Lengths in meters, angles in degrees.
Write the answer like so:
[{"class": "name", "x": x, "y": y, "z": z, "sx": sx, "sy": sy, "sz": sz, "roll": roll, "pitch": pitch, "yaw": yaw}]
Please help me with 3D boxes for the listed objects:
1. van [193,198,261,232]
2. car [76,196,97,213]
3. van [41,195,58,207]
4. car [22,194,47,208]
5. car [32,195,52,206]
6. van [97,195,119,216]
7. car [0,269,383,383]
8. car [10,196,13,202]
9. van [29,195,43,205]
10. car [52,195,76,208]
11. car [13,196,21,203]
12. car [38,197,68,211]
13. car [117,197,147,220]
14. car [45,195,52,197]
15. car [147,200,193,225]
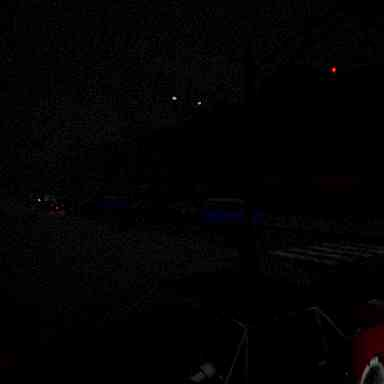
[{"class": "van", "x": 2.076, "y": 1.266, "z": 19.155, "sx": 1.690, "sy": 1.788, "sz": 3.998, "roll": -1, "pitch": 0, "yaw": -36}, {"class": "car", "x": -10.718, "y": 1.306, "z": 36.929, "sx": 2.192, "sy": 1.841, "sz": 5.009, "roll": -1, "pitch": 0, "yaw": -36}, {"class": "van", "x": -23.512, "y": 1.405, "z": 54.708, "sx": 1.690, "sy": 1.788, "sz": 3.998, "roll": -1, "pitch": 0, "yaw": -36}, {"class": "car", "x": -23.715, "y": 1.295, "z": 50.478, "sx": 2.150, "sy": 2.045, "sz": 5.566, "roll": -1, "pitch": 0, "yaw": -36}, {"class": "car", "x": -26.710, "y": 1.397, "z": 59.152, "sx": 2.192, "sy": 1.841, "sz": 5.009, "roll": -1, "pitch": 0, "yaw": -36}, {"class": "van", "x": -7.520, "y": 1.315, "z": 32.487, "sx": 1.690, "sy": 1.788, "sz": 3.998, "roll": -1, "pitch": 0, "yaw": -36}, {"class": "car", "x": 0.128, "y": 1.585, "z": 3.160, "sx": 4.718, "sy": 1.301, "sz": 1.895, "roll": -1, "pitch": 0, "yaw": -35}, {"class": "car", "x": -42.800, "y": 1.698, "z": 81.512, "sx": 1.752, "sy": 1.417, "sz": 4.829, "roll": -1, "pitch": 0, "yaw": -36}, {"class": "van", "x": -29.909, "y": 1.442, "z": 63.596, "sx": 1.690, "sy": 1.788, "sz": 3.998, "roll": -1, "pitch": 0, "yaw": -36}, {"class": "car", "x": -17.115, "y": 1.343, "z": 45.820, "sx": 2.192, "sy": 1.841, "sz": 5.009, "roll": -1, "pitch": 0, "yaw": -36}, {"class": "car", "x": -39.503, "y": 1.595, "z": 76.929, "sx": 1.967, "sy": 1.590, "sz": 4.097, "roll": -1, "pitch": 0, "yaw": -36}, {"class": "car", "x": -17.632, "y": 1.640, "z": 42.116, "sx": 1.895, "sy": 1.301, "sz": 4.718, "roll": -1, "pitch": 0, "yaw": -35}, {"class": "car", "x": -4.320, "y": 1.397, "z": 28.044, "sx": 1.967, "sy": 1.590, "sz": 4.097, "roll": -1, "pitch": 0, "yaw": -36}, {"class": "car", "x": -20.311, "y": 1.597, "z": 50.265, "sx": 2.008, "sy": 1.369, "sz": 4.403, "roll": -1, "pitch": 0, "yaw": -36}, {"class": "car", "x": -1.122, "y": 1.380, "z": 23.600, "sx": 1.967, "sy": 1.590, "sz": 4.097, "roll": -1, "pitch": 0, "yaw": -36}]
